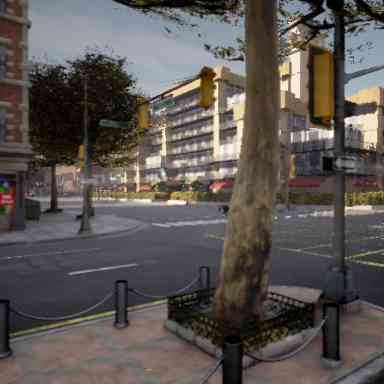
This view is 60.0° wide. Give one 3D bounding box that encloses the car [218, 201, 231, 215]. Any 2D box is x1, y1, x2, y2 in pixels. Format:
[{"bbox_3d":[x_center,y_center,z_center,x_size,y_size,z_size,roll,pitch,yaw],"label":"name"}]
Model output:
[{"bbox_3d":[4.502,1.498,32.243,2.128,1.511,4.902,0,0,-35],"label":"car"}]
